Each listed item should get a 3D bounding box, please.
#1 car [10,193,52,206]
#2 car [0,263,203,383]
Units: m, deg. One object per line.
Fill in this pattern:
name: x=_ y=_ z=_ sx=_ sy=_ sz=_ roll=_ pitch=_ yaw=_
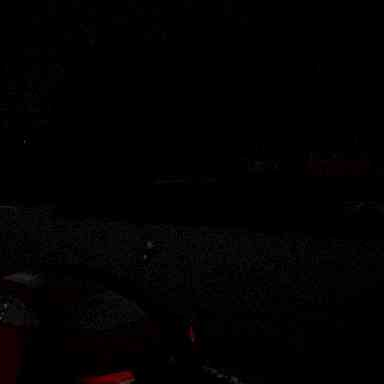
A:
car: x=-19.934 y=0.926 z=41.241 sx=1.837 sy=1.490 sz=4.892 roll=1 pitch=2 yaw=35
car: x=-1.829 y=1.582 z=4.107 sx=4.206 sy=1.307 sz=1.802 roll=0 pitch=1 yaw=36
